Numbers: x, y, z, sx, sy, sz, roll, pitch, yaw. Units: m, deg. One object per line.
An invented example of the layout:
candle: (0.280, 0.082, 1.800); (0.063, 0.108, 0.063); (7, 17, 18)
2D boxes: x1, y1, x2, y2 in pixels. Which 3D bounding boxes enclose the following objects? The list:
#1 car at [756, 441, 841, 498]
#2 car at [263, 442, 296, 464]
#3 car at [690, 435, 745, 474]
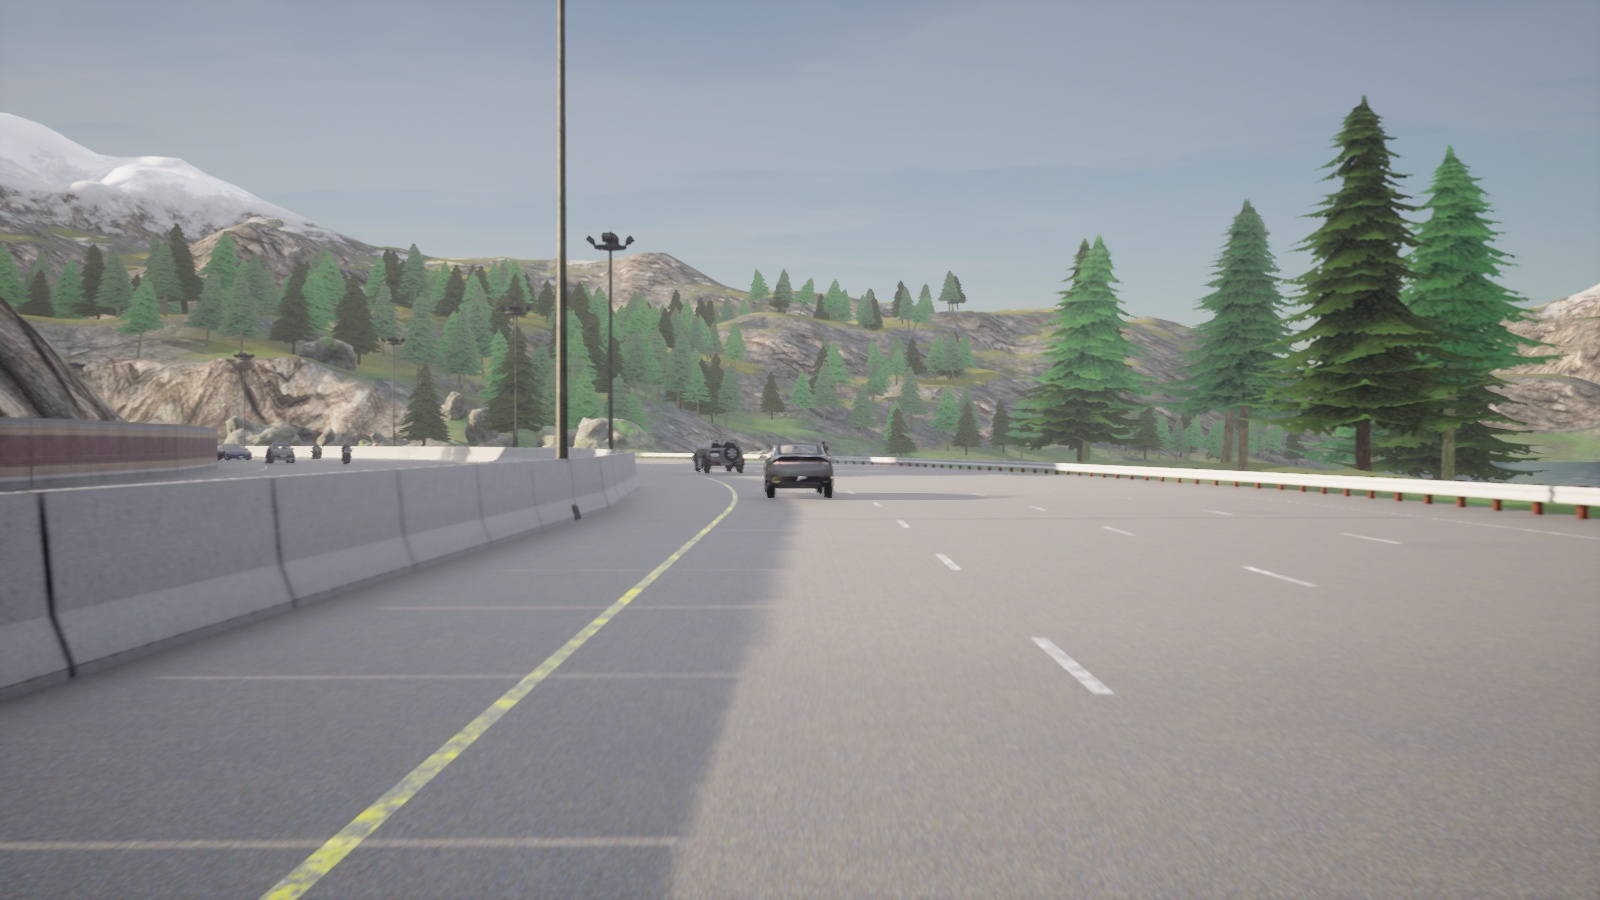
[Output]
car: (-0.119, 0.504, 35.681); (2.128, 1.511, 4.902); (0, 0, -3)
car: (-37.790, 0.187, 91.135); (1.789, 1.549, 3.705); (0, 0, -29)
car: (-4.143, 0.211, 62.585); (1.932, 1.855, 4.605); (0, 0, -14)
